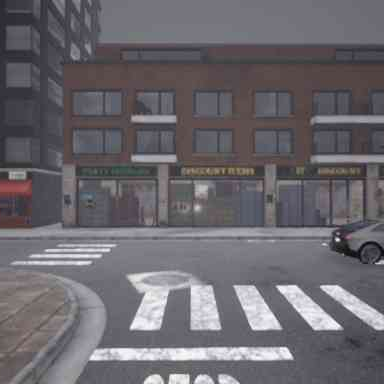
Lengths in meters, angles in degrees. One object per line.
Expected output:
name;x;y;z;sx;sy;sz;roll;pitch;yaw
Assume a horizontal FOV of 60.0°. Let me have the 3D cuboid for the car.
car;6.824;1.543;11.053;4.181;1.385;1.994;0;0;0
